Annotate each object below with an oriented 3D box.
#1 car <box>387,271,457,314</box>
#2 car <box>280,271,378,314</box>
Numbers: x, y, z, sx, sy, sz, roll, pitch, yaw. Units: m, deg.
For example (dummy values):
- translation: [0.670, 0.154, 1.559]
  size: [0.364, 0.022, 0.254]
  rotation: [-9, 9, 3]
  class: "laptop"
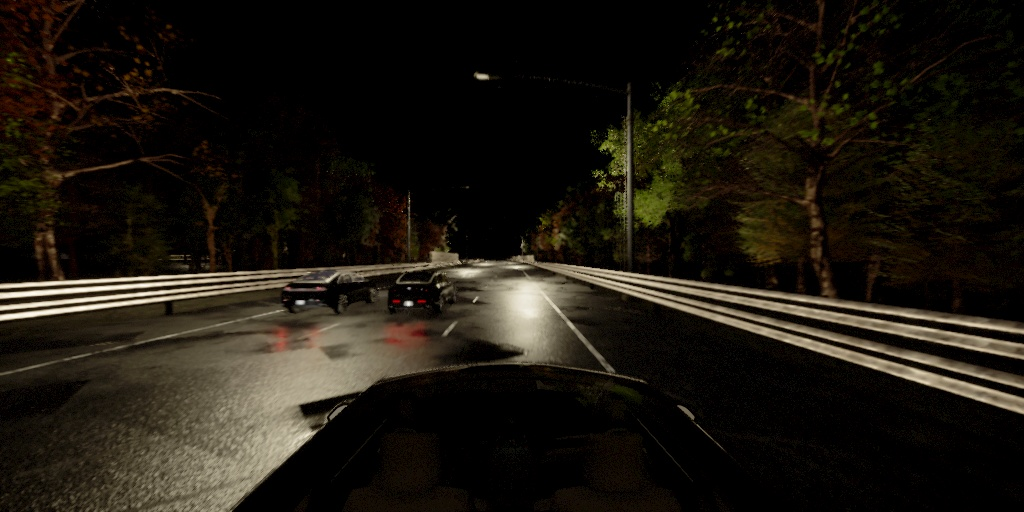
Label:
- translation: [-3.401, 1.336, 14.216]
  size: [1.837, 1.490, 4.892]
  rotation: [0, 0, 0]
  class: "car"
- translation: [-6.901, 1.322, 14.118]
  size: [2.128, 1.511, 4.902]
  rotation: [0, 0, 0]
  class: "car"
